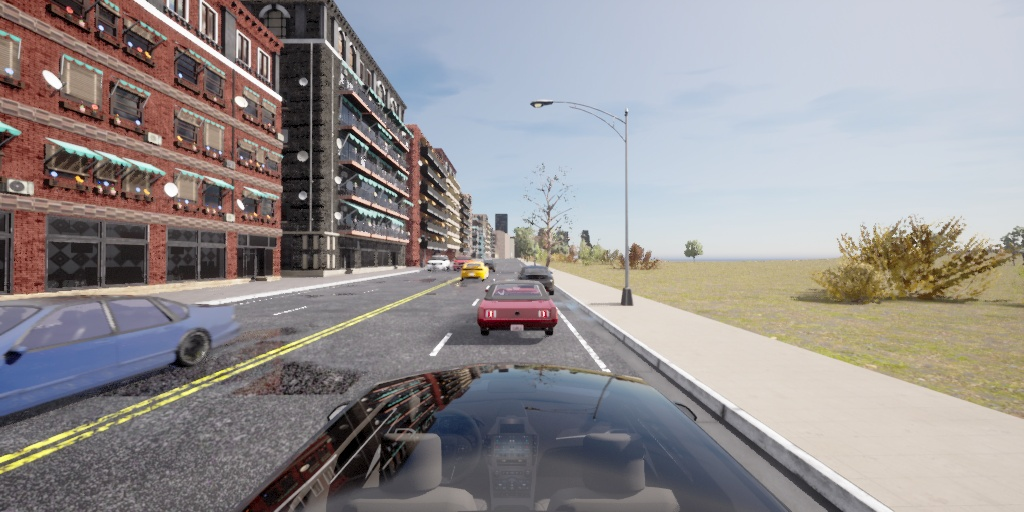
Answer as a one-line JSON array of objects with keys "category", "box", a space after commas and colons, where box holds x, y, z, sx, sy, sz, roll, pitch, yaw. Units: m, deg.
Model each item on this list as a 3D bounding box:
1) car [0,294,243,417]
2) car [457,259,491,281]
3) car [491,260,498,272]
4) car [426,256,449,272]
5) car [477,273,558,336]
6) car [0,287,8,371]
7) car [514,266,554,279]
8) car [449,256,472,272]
[{"category": "car", "box": [-6.586, 1.298, 5.118, 2.033, 1.411, 5.357, 0, 0, 0]}, {"category": "car", "box": [-3.032, 1.231, 29.701, 1.882, 1.535, 5.008, 0, 0, 0]}, {"category": "car", "box": [-2.968, 1.257, 45.552, 1.837, 1.490, 4.892, 0, 0, 1]}, {"category": "car", "box": [-9.657, 0.974, 47.280, 2.150, 2.045, 5.566, 0, 0, 0]}, {"category": "car", "box": [0.136, 1.353, 10.399, 1.895, 1.301, 4.718, 0, 0, 0]}, {"category": "car", "box": [-9.842, 1.276, 4.011, 1.812, 1.442, 4.674, 0, 0, 0]}, {"category": "car", "box": [1.213, 1.258, 19.599, 1.837, 1.490, 4.892, 0, 0, 0]}, {"category": "car", "box": [-6.407, 0.974, 47.324, 2.150, 2.045, 5.566, 0, 0, 0]}]
